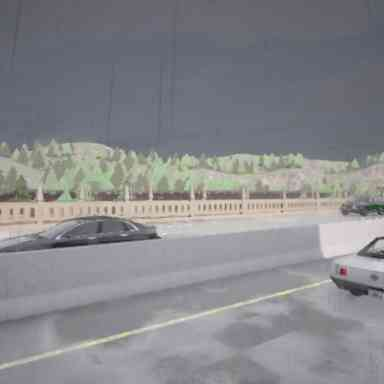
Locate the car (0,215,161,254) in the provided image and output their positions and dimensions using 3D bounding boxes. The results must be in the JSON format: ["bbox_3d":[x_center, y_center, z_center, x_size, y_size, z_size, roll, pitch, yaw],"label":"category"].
[{"bbox_3d":[-3.306,1.519,10.232,4.892,1.490,1.837,0,0,-35],"label":"car"}]

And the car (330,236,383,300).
[{"bbox_3d":[5.247,1.638,7.498,4.718,1.301,1.895,0,0,-36],"label":"car"}]

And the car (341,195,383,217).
[{"bbox_3d":[17.310,1.375,33.511,5.566,2.045,2.150,0,0,-35],"label":"car"}]
